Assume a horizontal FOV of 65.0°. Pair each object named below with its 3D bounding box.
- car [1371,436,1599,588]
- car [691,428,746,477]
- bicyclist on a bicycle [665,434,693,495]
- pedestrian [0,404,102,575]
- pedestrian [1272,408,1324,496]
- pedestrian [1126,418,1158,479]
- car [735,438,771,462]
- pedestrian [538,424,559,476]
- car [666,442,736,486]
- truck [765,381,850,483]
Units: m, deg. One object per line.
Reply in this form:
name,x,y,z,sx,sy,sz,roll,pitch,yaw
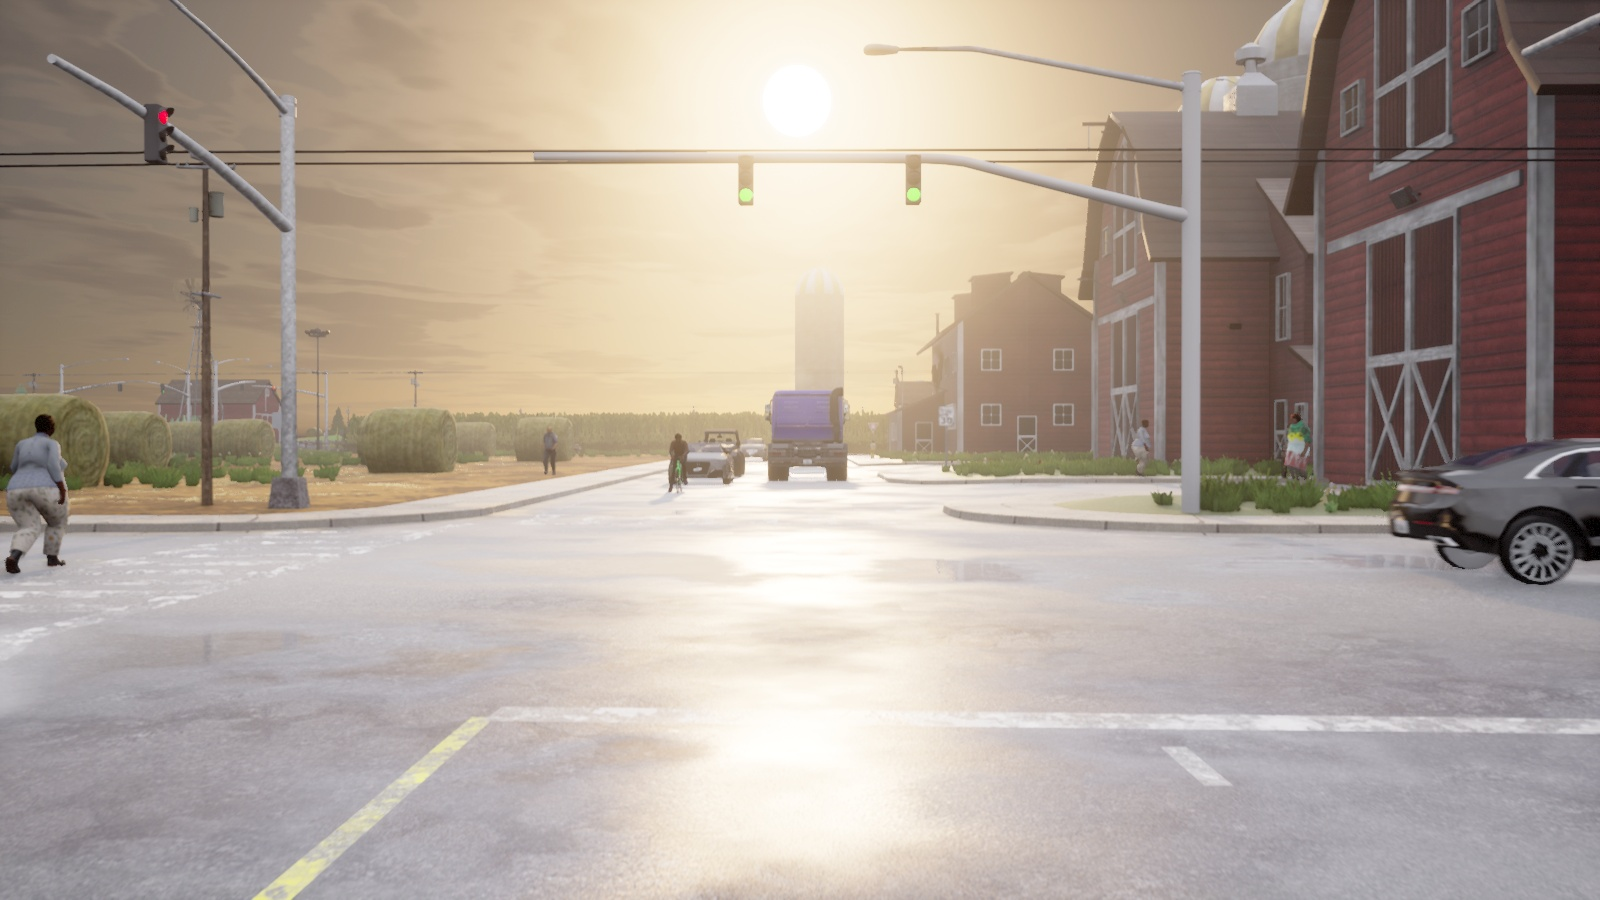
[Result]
car,9.079,0.614,13.523,4.902,1.511,2.128,0,1,5
car,-3.205,0.093,50.146,1.905,1.878,3.866,0,1,0
bicyclist on a bicycle,-3.295,0.383,34.273,0.582,1.620,1.656,-1,1,0
pedestrian,-8.529,0.428,14.097,0.874,1.855,0.900,0,1,2
pedestrian,11.331,0.042,28.570,0.873,1.952,0.659,0,1,-23
pedestrian,10.517,-0.047,38.592,0.900,1.855,0.874,0,1,19
car,-3.029,-0.025,81.536,2.128,1.511,4.902,0,1,0
pedestrian,-8.967,-0.008,44.816,0.540,1.848,0.694,0,1,6
car,-3.251,0.434,41.961,1.994,1.385,4.181,0,1,0
truck,0.277,-0.650,46.638,2.891,3.462,7.936,0,1,0
